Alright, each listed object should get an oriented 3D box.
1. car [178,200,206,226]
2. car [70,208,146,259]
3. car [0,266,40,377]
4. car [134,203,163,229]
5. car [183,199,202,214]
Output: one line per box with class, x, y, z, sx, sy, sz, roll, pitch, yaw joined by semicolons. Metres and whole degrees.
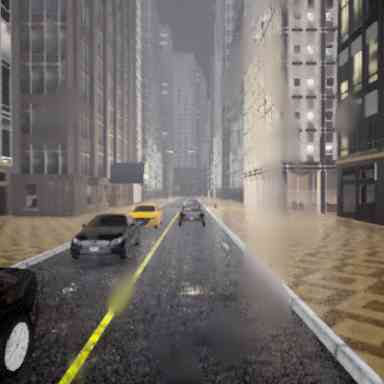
car;0.006;1.533;23.926;2.128;1.511;4.902;0;0;0
car;-3.089;1.546;12.804;1.812;1.442;4.674;0;0;0
car;-3.096;1.482;2.708;1.882;1.535;5.008;0;0;0
car;-3.028;1.515;22.202;1.882;1.535;5.008;0;0;0
car;0.032;1.620;38.398;2.033;1.411;5.357;0;0;1
